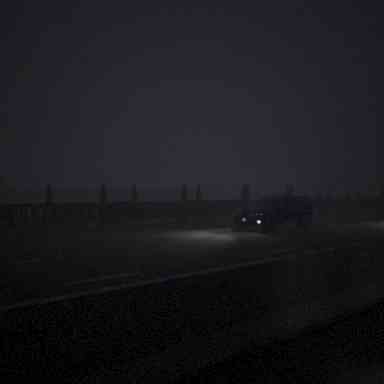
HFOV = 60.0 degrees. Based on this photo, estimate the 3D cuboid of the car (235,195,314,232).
[{"bbox_3d":[5.213,1.221,20.608,5.566,2.045,2.150,0,0,-36],"label":"car"}]
